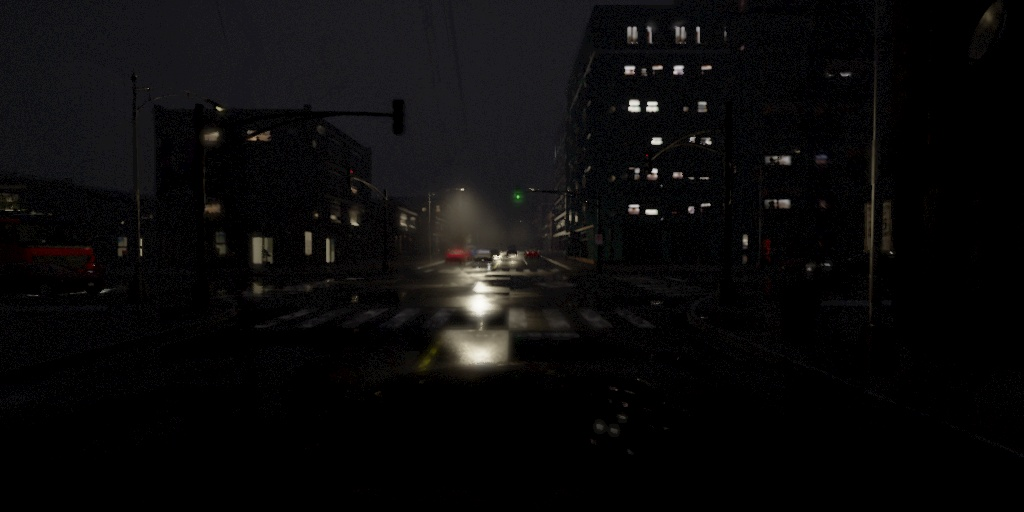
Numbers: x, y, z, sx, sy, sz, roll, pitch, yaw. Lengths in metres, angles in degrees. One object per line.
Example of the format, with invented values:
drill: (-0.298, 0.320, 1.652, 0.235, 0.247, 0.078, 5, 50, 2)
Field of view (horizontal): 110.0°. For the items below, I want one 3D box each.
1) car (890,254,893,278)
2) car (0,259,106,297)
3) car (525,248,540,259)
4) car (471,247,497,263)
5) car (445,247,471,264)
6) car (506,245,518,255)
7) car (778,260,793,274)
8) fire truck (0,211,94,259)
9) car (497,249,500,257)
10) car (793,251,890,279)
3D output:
car: (18.174, 0.518, 14.214, 4.097, 1.591, 1.967, 0, 0, 1)
car: (-19.294, 0.920, 14.554, 4.507, 1.381, 1.888, 0, 0, 1)
car: (2.692, -0.429, 48.670, 1.967, 1.591, 4.097, 0, 0, 0)
car: (-3.086, -0.040, 40.480, 2.033, 1.411, 5.357, 0, 2, 0)
car: (-5.765, 0.070, 37.247, 1.888, 1.381, 4.507, 0, 0, 0)
car: (0.002, -0.902, 64.876, 1.812, 1.442, 4.674, 0, 2, 0)
car: (19.477, 0.479, 22.783, 4.507, 1.381, 1.888, 0, 0, 1)
fire truck: (-25.958, -0.269, 17.399, 8.468, 3.827, 2.891, 0, 1, 1)
car: (-3.042, -0.629, 58.058, 1.994, 1.385, 4.181, 0, 2, 0)
car: (19.173, 0.469, 20.095, 4.902, 1.511, 2.128, 0, 1, 1)
